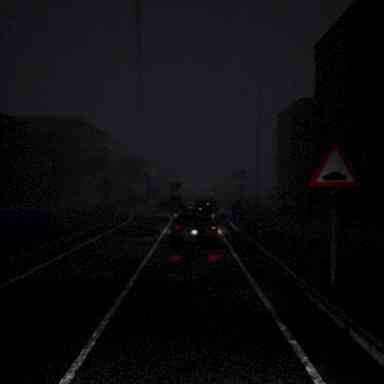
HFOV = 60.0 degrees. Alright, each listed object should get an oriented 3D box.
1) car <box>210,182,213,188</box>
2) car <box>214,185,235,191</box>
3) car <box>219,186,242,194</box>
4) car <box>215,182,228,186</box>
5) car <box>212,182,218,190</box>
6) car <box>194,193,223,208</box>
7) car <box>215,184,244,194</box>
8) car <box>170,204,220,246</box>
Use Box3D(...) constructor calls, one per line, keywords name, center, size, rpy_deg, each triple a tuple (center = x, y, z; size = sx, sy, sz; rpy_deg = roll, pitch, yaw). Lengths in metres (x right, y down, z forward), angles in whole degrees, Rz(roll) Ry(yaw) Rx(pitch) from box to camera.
Box3D(name="car", center=(8.027, -1.241, 87.966), size=(4.892, 1.521, 2.231), rpy_deg=(0, 2, -1))
Box3D(name="car", center=(8.077, -1.000, 82.459), size=(5.008, 1.535, 2.097), rpy_deg=(0, 3, -1))
Box3D(name="car", center=(8.208, -0.433, 71.452), size=(4.674, 1.452, 2.002), rpy_deg=(0, 3, -1))
Box3D(name="car", center=(8.142, -0.736, 74.195), size=(4.553, 1.767, 2.185), rpy_deg=(0, 3, -1))
Box3D(name="car", center=(8.172, -0.995, 76.942), size=(5.566, 2.045, 2.435), rpy_deg=(0, 3, -1))
Box3D(name="car", center=(1.440, 1.155, 31.626), size=(1.837, 1.490, 4.892), rpy_deg=(0, 2, 15))
Box3D(name="car", center=(8.049, -0.335, 68.694), size=(5.366, 1.575, 1.946), rpy_deg=(0, 3, -1))
Box3D(name="car", center=(0.106, 1.476, 14.886), size=(1.994, 1.385, 4.181), rpy_deg=(1, 1, 0))
